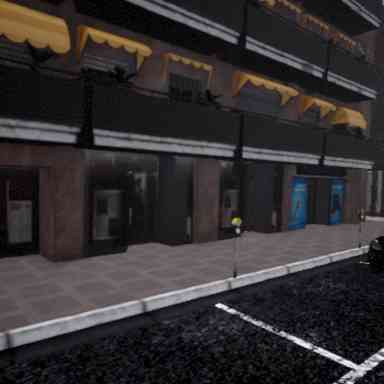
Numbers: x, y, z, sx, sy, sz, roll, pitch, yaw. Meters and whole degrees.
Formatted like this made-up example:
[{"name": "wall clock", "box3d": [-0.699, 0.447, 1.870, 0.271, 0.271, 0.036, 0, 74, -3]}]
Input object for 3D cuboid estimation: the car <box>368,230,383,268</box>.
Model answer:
[{"name": "car", "box3d": [6.493, 1.355, 9.058, 4.313, 1.339, 1.947, 0, 3, -39]}]
